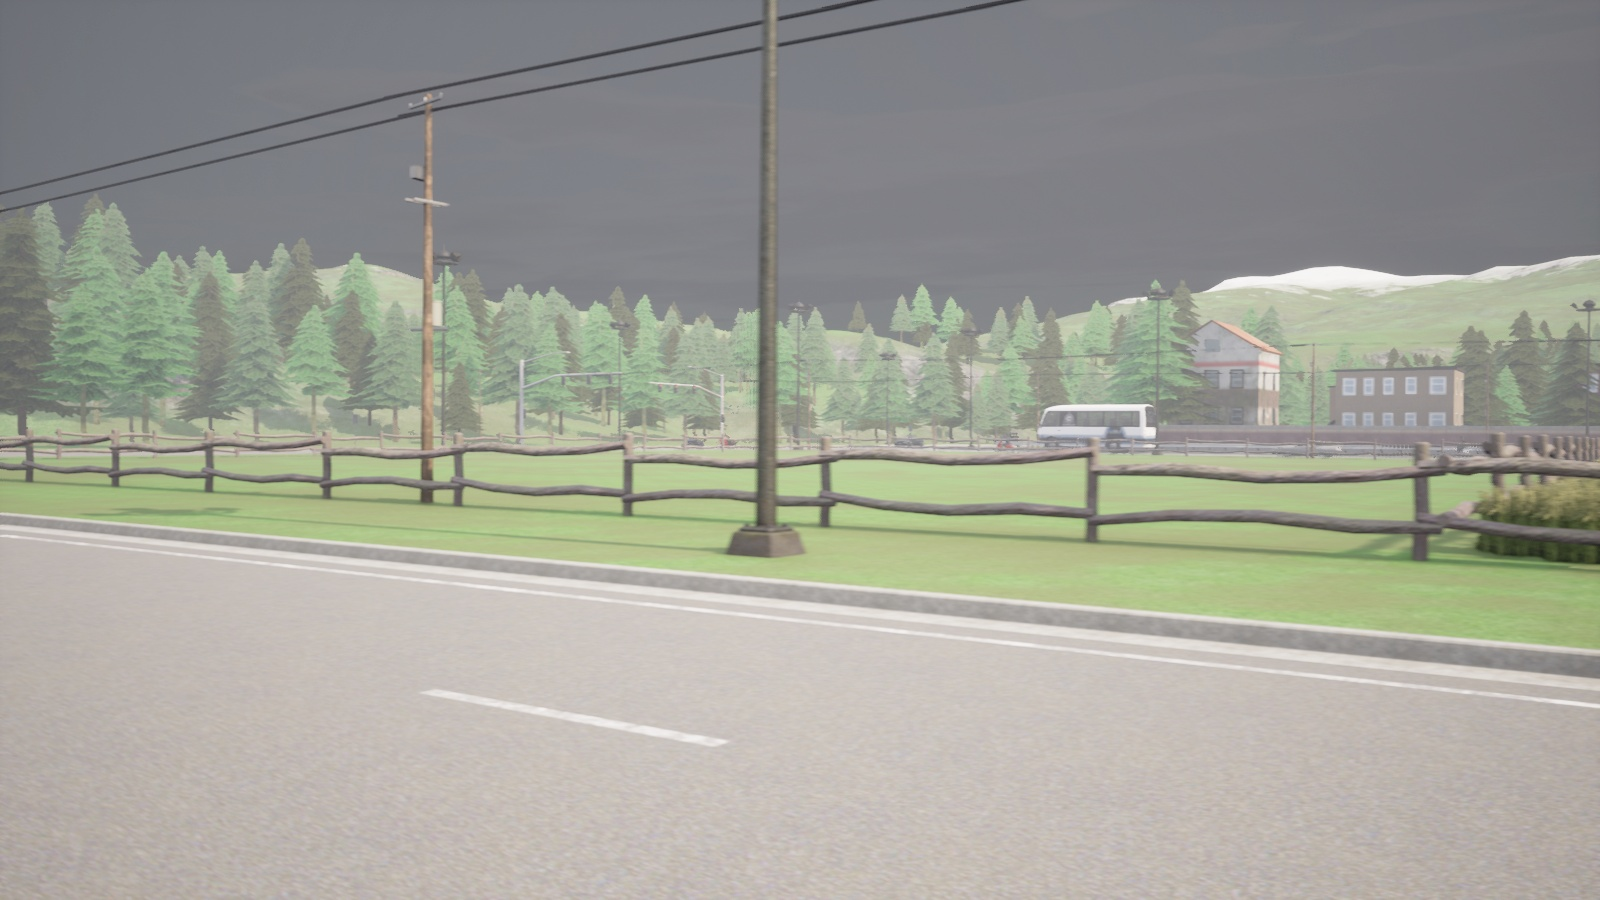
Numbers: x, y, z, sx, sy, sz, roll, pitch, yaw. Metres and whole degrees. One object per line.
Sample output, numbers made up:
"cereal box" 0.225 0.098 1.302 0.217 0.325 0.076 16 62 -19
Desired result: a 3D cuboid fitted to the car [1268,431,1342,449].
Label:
"car" 36.654 -0.715 91.239 4.718 1.301 1.895 0 1 34
